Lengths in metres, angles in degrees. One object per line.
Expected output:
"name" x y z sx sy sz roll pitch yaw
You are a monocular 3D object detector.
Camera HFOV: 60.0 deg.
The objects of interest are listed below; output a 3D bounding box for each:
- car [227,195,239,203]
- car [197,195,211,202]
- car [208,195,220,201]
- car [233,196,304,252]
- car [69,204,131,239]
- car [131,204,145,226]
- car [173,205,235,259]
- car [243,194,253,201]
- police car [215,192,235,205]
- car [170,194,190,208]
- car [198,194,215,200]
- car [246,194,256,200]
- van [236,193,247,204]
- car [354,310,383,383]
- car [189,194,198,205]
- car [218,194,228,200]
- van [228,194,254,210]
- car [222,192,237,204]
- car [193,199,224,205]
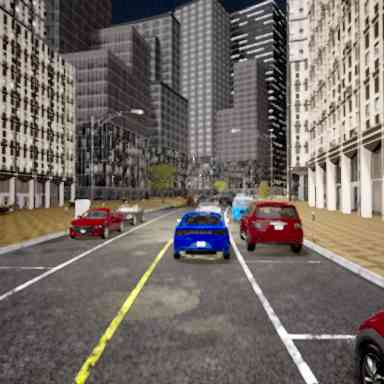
"car" 7.887 1.319 64.099 1.812 1.442 4.674 0 0 12
"car" 2.458 1.369 67.852 1.947 1.339 4.313 1 0 13
"car" 5.190 1.331 78.921 1.947 1.339 4.313 1 0 15
"car" 3.092 1.282 13.678 2.192 1.841 5.009 1 0 3
"car" -4.757 1.505 17.114 1.887 1.381 4.507 1 0 3
"car" -4.371 1.495 22.792 2.008 1.369 4.403 1 0 4
"car" 0.408 1.448 12.600 1.882 1.535 5.008 0 0 3
"car" 13.161 1.258 77.693 1.752 1.417 4.829 1 0 15
"police car" 4.912 1.274 48.605 1.930 1.638 5.238 0 0 9
"car" -1.811 1.401 45.237 1.752 1.417 4.829 1 0 8
"car" 2.131 1.193 53.605 2.097 1.767 4.553 0 0 11
"car" 14.688 1.277 83.161 1.947 1.339 4.313 1 0 16
"van" 9.028 1.141 60.306 1.690 1.788 3.998 1 0 12
"car" 2.736 1.437 2.072 1.967 1.590 4.097 1 0 1
"car" -0.884 1.172 50.998 2.192 1.841 5.009 1 0 10
"car" 8.308 1.310 89.830 1.802 1.307 4.206 1 0 17
"van" 3.890 1.270 25.360 1.690 1.788 3.998 1 0 5
"car" 6.675 1.038 58.296 2.150 2.045 5.566 0 0 11
"car" 1.410 1.526 27.157 1.895 1.301 4.718 0 0 6
